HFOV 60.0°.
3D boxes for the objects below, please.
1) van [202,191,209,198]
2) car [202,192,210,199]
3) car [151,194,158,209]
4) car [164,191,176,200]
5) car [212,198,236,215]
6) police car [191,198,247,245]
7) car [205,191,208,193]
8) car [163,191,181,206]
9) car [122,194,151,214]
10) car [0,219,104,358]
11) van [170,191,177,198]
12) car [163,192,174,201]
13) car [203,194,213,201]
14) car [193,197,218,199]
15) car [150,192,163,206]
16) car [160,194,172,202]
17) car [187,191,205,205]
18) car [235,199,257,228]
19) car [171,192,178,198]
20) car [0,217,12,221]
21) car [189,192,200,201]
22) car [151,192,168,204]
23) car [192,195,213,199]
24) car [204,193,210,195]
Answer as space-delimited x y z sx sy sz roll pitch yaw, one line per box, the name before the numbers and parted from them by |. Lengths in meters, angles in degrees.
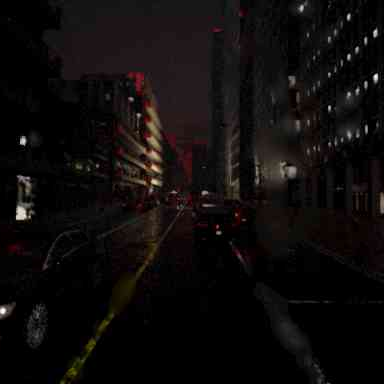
van | 3.494 0.709 87.132 1.690 1.788 3.998 1 0 1
car | 3.441 0.850 81.585 1.967 1.590 4.097 1 0 1
car | -5.343 1.280 37.205 1.887 1.381 4.507 1 0 1
car | -4.990 0.766 76.028 2.192 1.841 5.009 1 0 1
car | 2.988 1.320 31.657 1.887 1.381 4.507 1 0 1
police car | 1.033 1.317 15.164 1.930 1.638 5.238 0 0 1
car | 3.240 1.097 59.565 1.752 1.417 4.829 1 0 1
car | -2.654 1.010 47.798 2.097 1.767 4.553 0 0 1
car | -5.391 1.215 31.657 1.967 1.590 4.097 1 0 1
car | -3.048 1.447 6.140 2.128 1.511 4.902 0 0 1
van | -4.861 0.709 87.121 1.690 1.788 3.998 1 0 1
car | -5.039 0.932 70.483 1.967 1.590 4.097 1 0 1
car | 3.338 1.073 70.491 1.802 1.307 4.206 1 0 1
car | 1.103 1.348 25.056 1.812 1.442 4.674 0 0 1
car | -5.290 1.134 42.751 1.967 1.590 4.097 1 0 1
car | -5.092 1.083 64.937 2.008 1.369 4.403 1 0 1
car | 0.455 0.858 50.696 2.150 2.045 5.566 0 0 1
car | 2.887 1.399 20.562 1.887 1.381 4.507 1 0 1
car | -4.809 0.853 92.498 1.752 1.417 4.829 1 0 1
car | -5.594 1.477 9.473 1.887 1.381 4.507 1 0 1
car | 0.590 0.880 65.638 2.097 1.767 4.553 0 0 1
car | -5.188 0.928 53.842 2.192 1.841 5.009 1 0 1
car | 1.126 1.306 31.055 1.812 1.442 4.674 0 0 0
car | 3.138 1.204 48.300 2.008 1.369 4.403 1 0 1
